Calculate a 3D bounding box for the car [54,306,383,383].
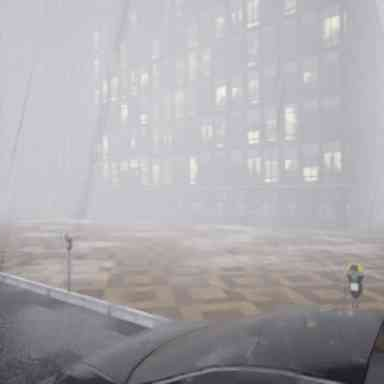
[{"bbox_3d":[0.792,1.569,2.311,4.313,1.339,1.947,0,0,36],"label":"car"}]
